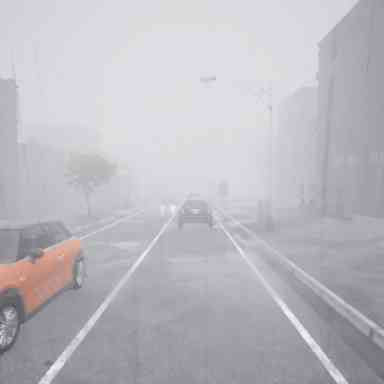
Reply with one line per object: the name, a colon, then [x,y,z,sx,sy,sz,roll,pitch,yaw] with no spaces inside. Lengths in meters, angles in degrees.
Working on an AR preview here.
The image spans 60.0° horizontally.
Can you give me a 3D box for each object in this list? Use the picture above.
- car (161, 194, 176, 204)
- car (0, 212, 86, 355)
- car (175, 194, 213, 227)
car: [-3.303,1.003,47.165,1.895,1.301,4.718,0,1,1]
car: [-3.569,1.335,6.003,2.097,1.767,4.553,0,0,0]
car: [0.226,1.210,21.879,2.097,1.767,4.553,0,1,0]
